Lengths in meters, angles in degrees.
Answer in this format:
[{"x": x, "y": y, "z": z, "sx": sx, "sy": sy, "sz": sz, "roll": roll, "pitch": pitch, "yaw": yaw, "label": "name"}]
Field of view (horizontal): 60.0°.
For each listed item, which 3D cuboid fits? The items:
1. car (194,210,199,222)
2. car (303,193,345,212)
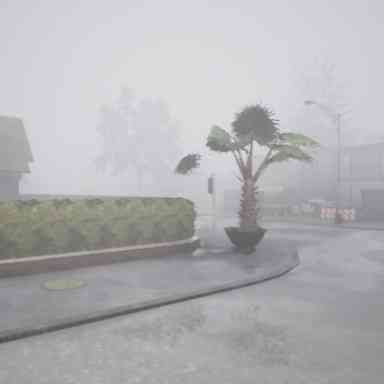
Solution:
[{"x": -1.409, "y": 1.506, "z": 25.700, "sx": 2.128, "sy": 1.511, "sz": 4.902, "roll": 0, "pitch": 0, "yaw": -36, "label": "car"}, {"x": 13.159, "y": 1.017, "z": 33.224, "sx": 3.866, "sy": 1.878, "sz": 1.905, "roll": 0, "pitch": 0, "yaw": 0, "label": "car"}]
